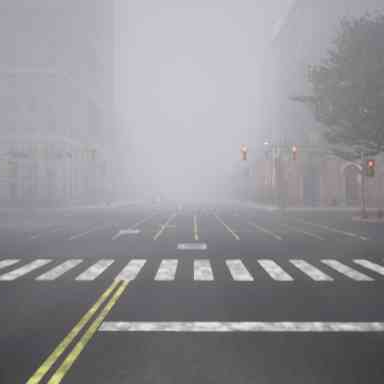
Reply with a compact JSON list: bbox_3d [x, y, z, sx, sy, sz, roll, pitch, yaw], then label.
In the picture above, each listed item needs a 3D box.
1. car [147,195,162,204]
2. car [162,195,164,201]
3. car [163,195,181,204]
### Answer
[{"bbox_3d":[-7.084,1.433,60.603,1.837,1.490,4.892,0,0,1],"label":"car"},{"bbox_3d":[-6.870,1.386,76.976,1.882,1.535,5.008,0,0,1],"label":"car"},{"bbox_3d":[-3.586,1.405,60.388,1.882,1.535,5.008,0,0,1],"label":"car"}]
